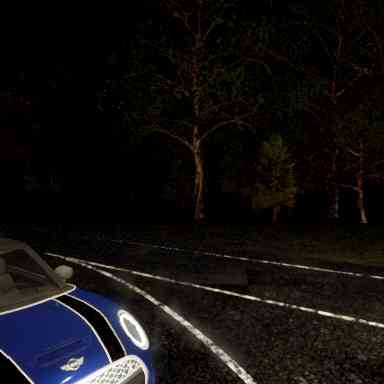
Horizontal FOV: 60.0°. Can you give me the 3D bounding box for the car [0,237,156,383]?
[{"bbox_3d":[-2.561,1.338,3.713,4.553,1.767,2.097,1,0,36],"label":"car"}]
